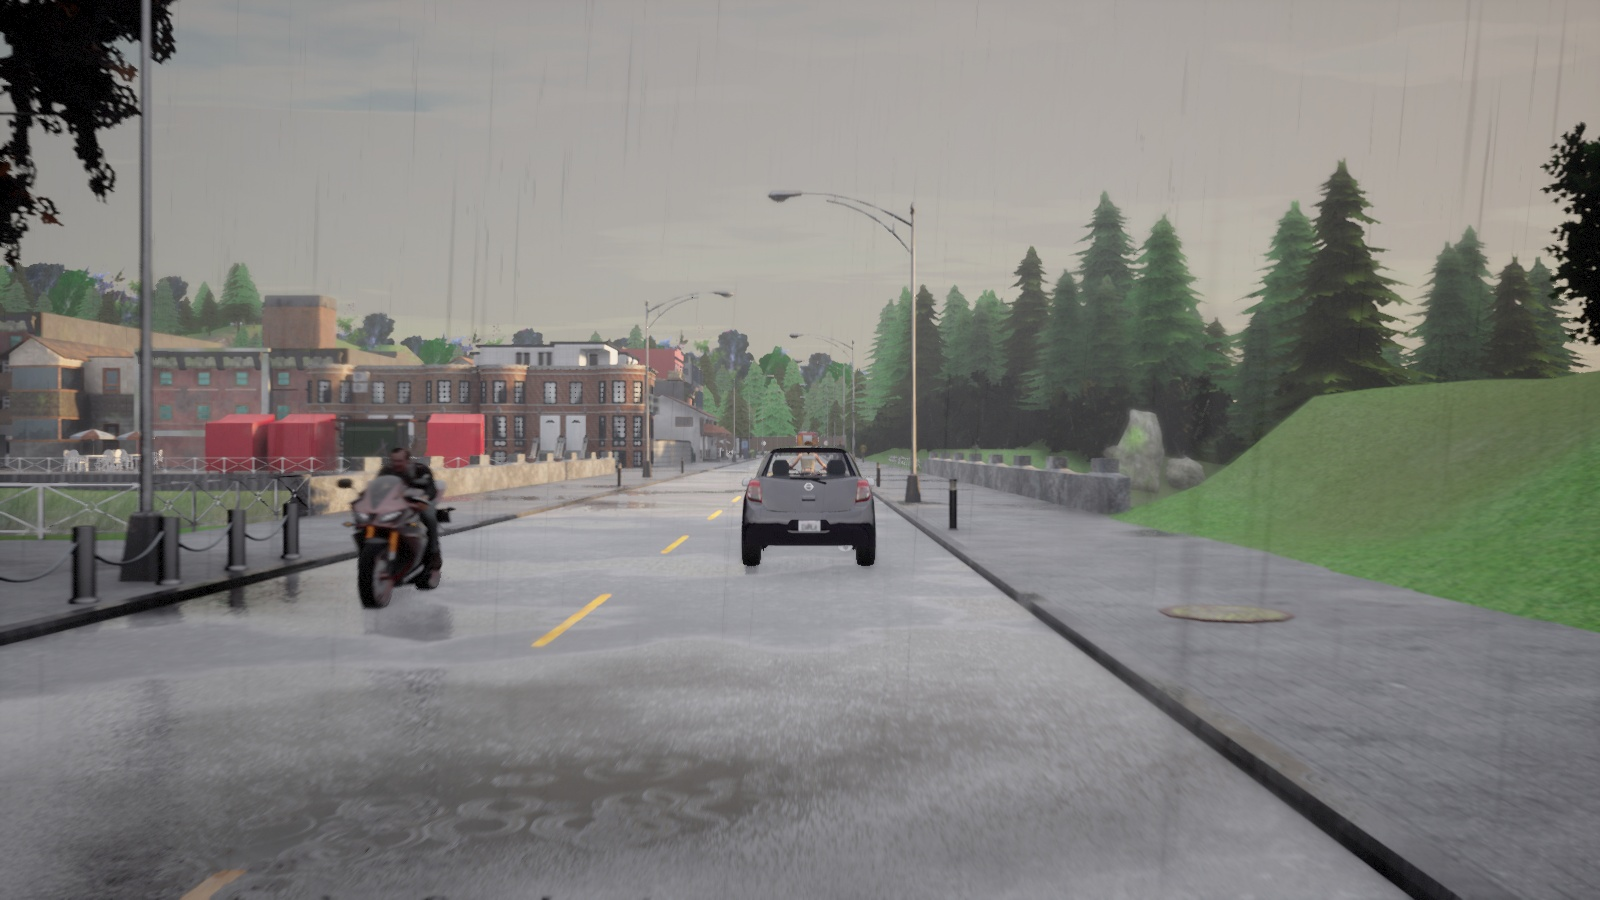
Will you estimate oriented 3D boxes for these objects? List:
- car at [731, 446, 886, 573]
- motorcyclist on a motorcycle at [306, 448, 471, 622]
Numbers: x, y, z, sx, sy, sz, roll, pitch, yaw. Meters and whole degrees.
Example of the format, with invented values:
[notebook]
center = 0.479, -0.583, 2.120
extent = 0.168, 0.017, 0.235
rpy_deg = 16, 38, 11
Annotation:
[car]
center = 0.112, 0.712, 16.749
extent = 1.845, 1.501, 3.633
rpy_deg = 0, 0, 0
[motorcyclist on a motorcycle]
center = -3.915, 0.745, 12.167
extent = 0.866, 1.530, 2.191
rpy_deg = 0, 0, 0
